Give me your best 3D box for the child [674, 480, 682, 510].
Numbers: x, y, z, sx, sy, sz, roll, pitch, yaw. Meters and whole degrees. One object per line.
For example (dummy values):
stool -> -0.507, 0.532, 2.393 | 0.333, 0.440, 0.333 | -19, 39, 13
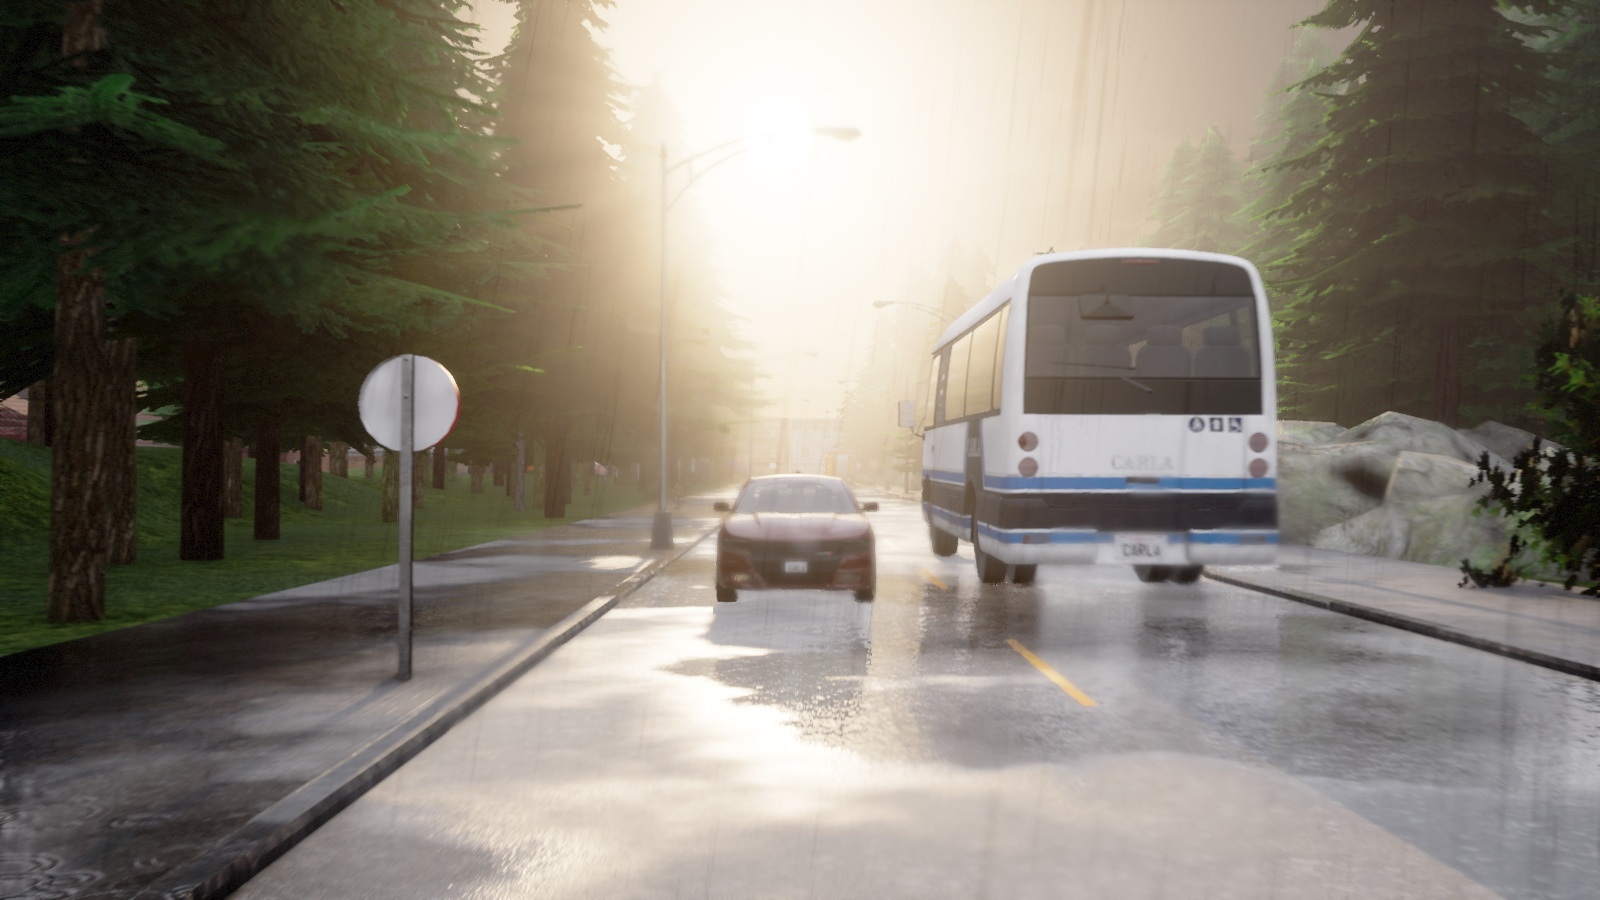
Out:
child -> -4.454, 1.645, 45.837 | 0.255, 1.110, 0.394 | 0, -1, -3

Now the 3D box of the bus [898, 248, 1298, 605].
bus -> 3.954, -0.261, 20.131 | 3.944, 4.253, 10.273 | 0, 0, 0

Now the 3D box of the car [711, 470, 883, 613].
car -> -0.037, 1.049, 16.348 | 1.882, 1.535, 5.008 | 0, -1, 0
